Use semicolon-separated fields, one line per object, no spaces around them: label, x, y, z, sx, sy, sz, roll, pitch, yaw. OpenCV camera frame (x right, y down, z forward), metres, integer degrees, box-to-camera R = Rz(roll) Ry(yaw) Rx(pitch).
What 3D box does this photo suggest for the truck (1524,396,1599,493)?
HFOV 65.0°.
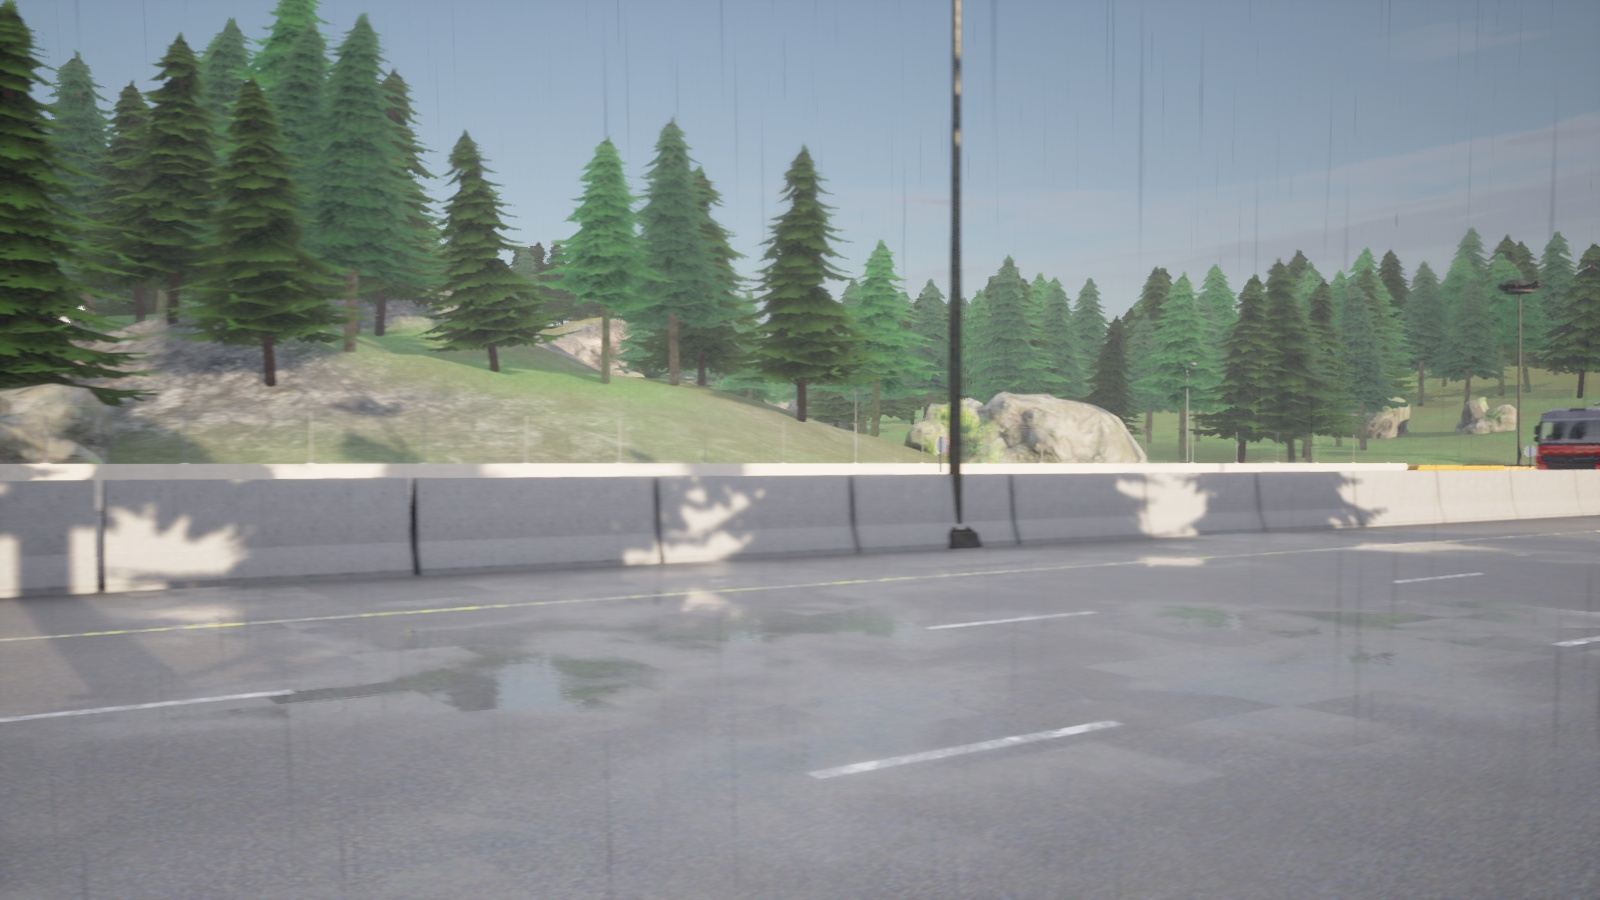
truck;34.184;-0.216;53.039;8.468;3.827;2.891;0;0;-35
